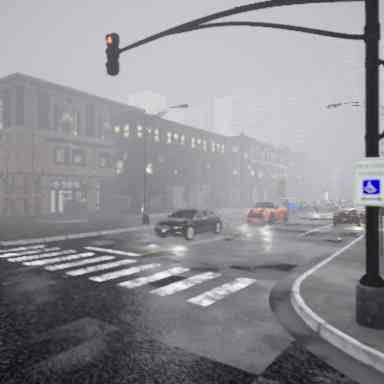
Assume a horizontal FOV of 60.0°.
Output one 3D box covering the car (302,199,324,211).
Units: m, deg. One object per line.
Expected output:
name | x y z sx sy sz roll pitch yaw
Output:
car | 16.981 1.776 46.447 1.752 1.417 4.829 0 -1 35

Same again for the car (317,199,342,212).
car | 16.965 1.828 41.821 1.895 1.301 4.718 0 0 36

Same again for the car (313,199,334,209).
car | 20.257 1.832 51.107 2.008 1.369 4.403 0 -1 35

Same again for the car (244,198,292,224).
car | 5.880 1.485 26.141 2.097 1.767 4.553 0 0 35

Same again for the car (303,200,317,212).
car | 13.901 1.773 42.065 2.008 1.369 4.403 0 -1 35

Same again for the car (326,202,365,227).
car | 11.268 1.675 23.655 1.887 1.381 4.507 0 -1 35

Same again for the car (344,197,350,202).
car | 26.612 1.893 60.150 2.008 1.369 4.403 0 -1 35

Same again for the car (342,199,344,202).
car | 23.434 1.863 55.628 2.008 1.369 4.403 0 -1 35

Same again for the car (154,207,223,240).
car | -0.048 1.592 17.752 1.837 1.490 4.892 0 0 32

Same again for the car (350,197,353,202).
car | 32.967 1.844 69.191 1.967 1.590 4.097 0 -1 35

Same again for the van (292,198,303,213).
van | 10.723 1.536 37.546 1.690 1.788 3.998 0 -1 35

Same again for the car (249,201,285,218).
car | 7.448 1.692 32.885 1.752 1.417 4.829 0 -1 35
